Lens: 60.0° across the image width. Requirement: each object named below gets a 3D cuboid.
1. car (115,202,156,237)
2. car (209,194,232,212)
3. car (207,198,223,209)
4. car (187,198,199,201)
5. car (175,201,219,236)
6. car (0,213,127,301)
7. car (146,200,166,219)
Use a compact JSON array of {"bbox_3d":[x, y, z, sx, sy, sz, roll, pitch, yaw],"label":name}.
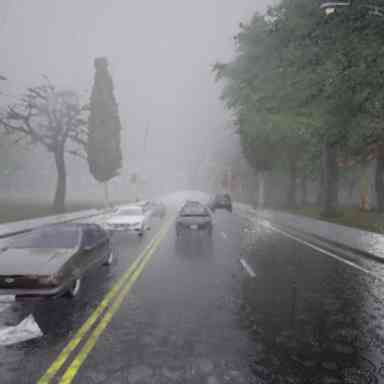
[{"bbox_3d":[-3.305,1.488,18.020,1.812,1.442,4.674,0,0,1],"label":"car"},{"bbox_3d":[3.256,1.200,37.544,2.150,2.045,5.566,0,0,0],"label":"car"},{"bbox_3d":[3.260,1.557,48.133,2.033,1.411,5.357,0,0,0],"label":"car"},{"bbox_3d":[0.106,1.483,39.014,2.128,1.511,4.902,0,0,0],"label":"car"},{"bbox_3d":[0.101,1.444,18.148,2.128,1.511,4.902,0,0,0],"label":"car"},{"bbox_3d":[-3.346,1.528,8.692,2.033,1.411,5.357,0,0,0],"label":"car"},{"bbox_3d":[-3.246,1.463,28.456,2.128,1.511,4.902,0,0,0],"label":"car"}]
